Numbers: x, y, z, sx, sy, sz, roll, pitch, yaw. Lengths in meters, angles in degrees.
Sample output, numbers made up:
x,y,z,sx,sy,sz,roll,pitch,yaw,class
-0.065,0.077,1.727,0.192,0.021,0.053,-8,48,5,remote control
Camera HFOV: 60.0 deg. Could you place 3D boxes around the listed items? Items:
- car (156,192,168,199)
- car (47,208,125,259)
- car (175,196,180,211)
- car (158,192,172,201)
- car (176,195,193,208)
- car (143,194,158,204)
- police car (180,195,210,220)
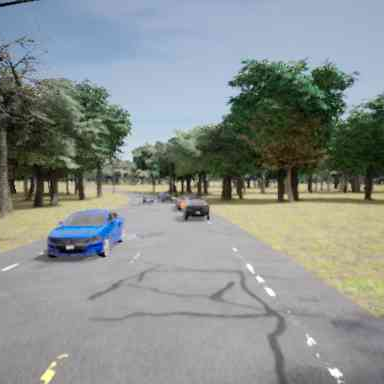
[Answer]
x,y,z,sx,sy,sz,roll,pitch,yaw,class
-6.867,0.810,75.894,2.033,1.411,5.357,-1,1,-11,car
-3.794,1.413,12.661,1.882,1.535,5.008,0,0,-2,car
-0.453,1.079,35.975,2.097,1.767,4.553,0,1,-5,car
-4.910,1.011,64.139,2.033,1.411,5.357,-1,1,-9,car
-1.014,1.199,42.022,1.812,1.442,4.674,0,1,-6,car
-6.987,1.088,53.547,2.128,1.511,4.902,-1,1,-7,car
0.281,1.236,26.073,1.930,1.638,5.238,0,0,-4,police car
